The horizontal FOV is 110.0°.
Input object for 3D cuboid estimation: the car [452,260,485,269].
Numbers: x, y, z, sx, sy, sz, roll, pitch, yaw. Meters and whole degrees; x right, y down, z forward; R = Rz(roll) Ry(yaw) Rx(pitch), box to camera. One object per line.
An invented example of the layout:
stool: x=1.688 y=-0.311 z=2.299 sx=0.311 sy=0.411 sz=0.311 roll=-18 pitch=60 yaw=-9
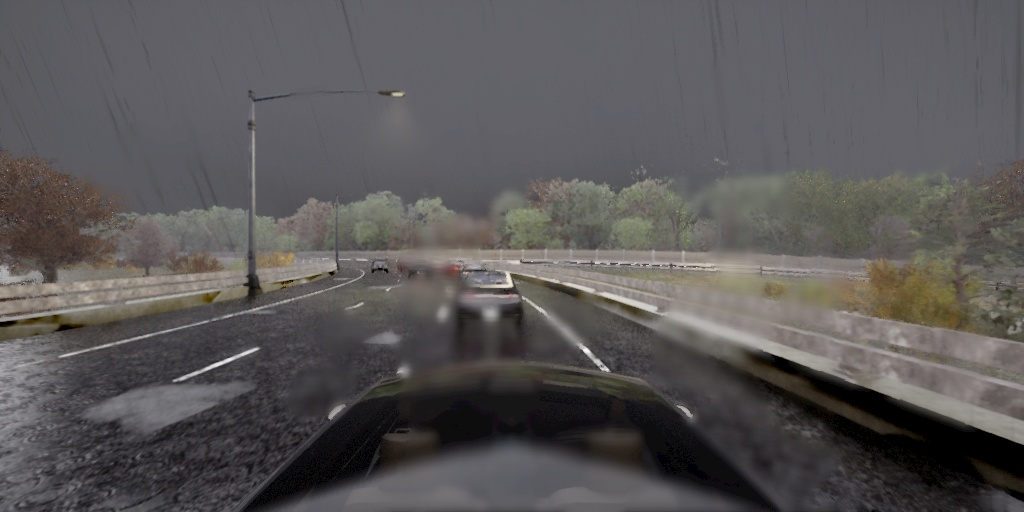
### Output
car: x=-2.575 y=1.198 z=23.483 sx=2.128 sy=1.511 sz=4.902 roll=0 pitch=0 yaw=-11

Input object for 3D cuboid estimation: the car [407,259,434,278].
car: x=-8.418 y=1.197 z=32.718 sx=1.837 sy=1.490 sz=4.892 roll=0 pitch=1 yaw=-16

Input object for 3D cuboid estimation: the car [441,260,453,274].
car: x=-5.367 y=1.162 z=34.572 sx=1.882 sy=1.535 sz=5.008 roll=0 pitch=0 yaw=-17

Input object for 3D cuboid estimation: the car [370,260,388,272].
car: x=-16.139 y=1.221 z=43.516 sx=2.033 sy=1.411 sz=5.357 roll=0 pitch=0 yaw=-24

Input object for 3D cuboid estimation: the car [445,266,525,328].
car: x=-0.715 y=1.221 z=11.280 sx=2.128 sy=1.511 sz=4.902 roll=0 pitch=0 yaw=-5

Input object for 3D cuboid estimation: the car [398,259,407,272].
car: x=-13.423 y=1.144 z=45.881 sx=1.882 sy=1.535 sz=5.008 roll=0 pitch=0 yaw=-24

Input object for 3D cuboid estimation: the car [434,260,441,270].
car: x=-9.464 y=1.229 z=45.524 sx=1.994 sy=1.385 sz=4.181 roll=0 pitch=0 yaw=-23
